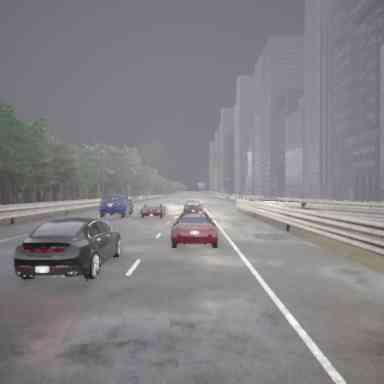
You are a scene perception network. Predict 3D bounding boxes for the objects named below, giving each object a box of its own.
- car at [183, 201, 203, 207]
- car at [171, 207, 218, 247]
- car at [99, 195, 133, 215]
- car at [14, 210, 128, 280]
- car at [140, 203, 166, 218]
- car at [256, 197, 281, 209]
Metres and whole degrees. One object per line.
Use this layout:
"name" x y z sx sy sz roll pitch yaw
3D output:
"car" 0.115 1.556 32.402 1.812 1.442 4.674 0 0 0
"car" 0.107 1.574 15.132 1.994 1.385 4.181 0 0 0
"car" -6.883 1.250 30.691 2.150 2.045 5.566 0 0 0
"car" -3.393 1.511 9.962 1.837 1.490 4.892 0 0 0
"car" -3.388 1.629 30.018 1.895 1.301 4.718 0 0 0
"car" 10.229 1.444 45.284 2.097 1.767 4.553 0 0 -14
